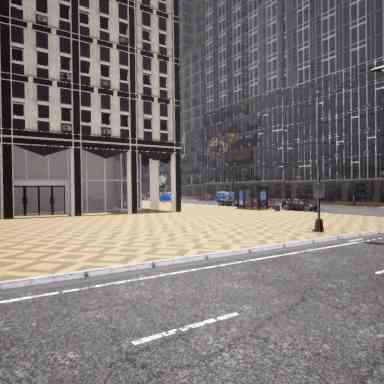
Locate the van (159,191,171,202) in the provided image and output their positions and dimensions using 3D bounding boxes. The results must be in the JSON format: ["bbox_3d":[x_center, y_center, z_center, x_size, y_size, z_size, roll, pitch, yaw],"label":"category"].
[{"bbox_3d":[-4.278,0.937,59.290,1.690,1.788,3.998,0,1,-34],"label":"van"}]

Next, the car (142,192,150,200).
[{"bbox_3d":[-10.682,1.039,68.684,2.008,1.369,4.403,0,1,-34],"label":"car"}]

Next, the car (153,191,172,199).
[{"bbox_3d":[-6.959,0.615,78.097,2.192,1.841,5.009,0,1,-34],"label":"car"}]

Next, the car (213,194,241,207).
[{"bbox_3d":[5.281,1.319,45.175,1.947,1.339,4.313,0,1,-34],"label":"car"}]

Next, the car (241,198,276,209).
[{"bbox_3d":[8.434,1.388,40.447,1.802,1.307,4.206,0,1,-34],"label":"car"}]

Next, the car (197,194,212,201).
[{"bbox_3d":[2.646,1.043,64.011,1.802,1.307,4.206,0,1,-34],"label":"car"}]

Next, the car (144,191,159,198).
[{"bbox_3d":[-10.160,0.686,82.794,1.967,1.590,4.097,0,1,-34],"label":"car"}]

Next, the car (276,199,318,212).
[{"bbox_3d":[11.621,1.423,35.739,1.947,1.339,4.313,0,1,-34],"label":"car"}]

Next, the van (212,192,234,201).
[{"bbox_3d":[5.847,0.855,59.312,1.690,1.788,3.998,0,1,-34],"label":"van"}]
